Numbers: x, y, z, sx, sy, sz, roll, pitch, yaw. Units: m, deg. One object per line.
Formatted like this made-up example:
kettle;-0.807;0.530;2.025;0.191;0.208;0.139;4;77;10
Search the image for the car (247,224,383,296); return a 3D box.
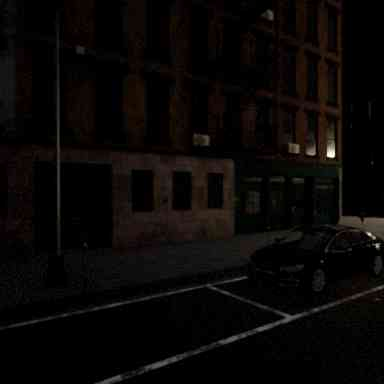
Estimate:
car;3.337;1.541;8.561;4.403;1.369;2.008;0;0;-35
